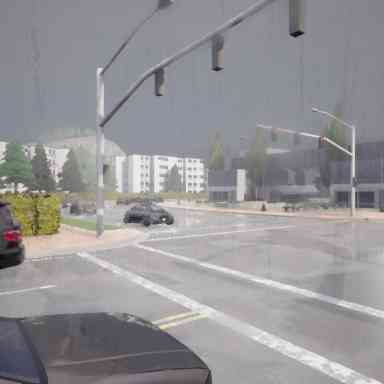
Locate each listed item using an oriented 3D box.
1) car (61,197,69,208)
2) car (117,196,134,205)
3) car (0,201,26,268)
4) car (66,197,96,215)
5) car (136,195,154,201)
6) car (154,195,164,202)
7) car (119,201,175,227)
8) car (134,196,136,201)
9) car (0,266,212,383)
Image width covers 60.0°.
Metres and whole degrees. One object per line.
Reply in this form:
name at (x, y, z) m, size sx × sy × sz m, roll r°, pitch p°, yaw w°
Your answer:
car at (-17.245, 1.491, 46.951) m, size 2.128 × 1.511 × 4.902 m, roll 0°, pitch 0°, yaw -15°
car at (-12.061, 1.492, 58.853) m, size 2.128 × 1.511 × 4.902 m, roll 0°, pitch 0°, yaw -4°
car at (-6.812, 1.221, 7.412) m, size 5.566 × 2.045 × 2.150 m, roll 0°, pitch 0°, yaw -32°
car at (-10.969, 1.525, 33.607) m, size 1.812 × 1.442 × 4.674 m, roll 0°, pitch 0°, yaw -32°
car at (-8.632, 1.505, 61.169) m, size 1.837 × 1.490 × 4.892 m, roll 0°, pitch 0°, yaw -1°
car at (-7.538, 1.354, 70.934) m, size 2.097 × 1.767 × 4.553 m, roll 0°, pitch 0°, yaw 17°
car at (-2.987, 1.564, 22.713) m, size 1.994 × 1.385 × 4.181 m, roll 0°, pitch 0°, yaw -38°
car at (-11.381, 1.477, 68.885) m, size 1.882 × 1.535 × 5.008 m, roll 0°, pitch 0°, yaw 14°
car at (-2.361, 1.547, 2.080) m, size 5.357 × 1.411 × 2.033 m, roll 0°, pitch 0°, yaw -35°
